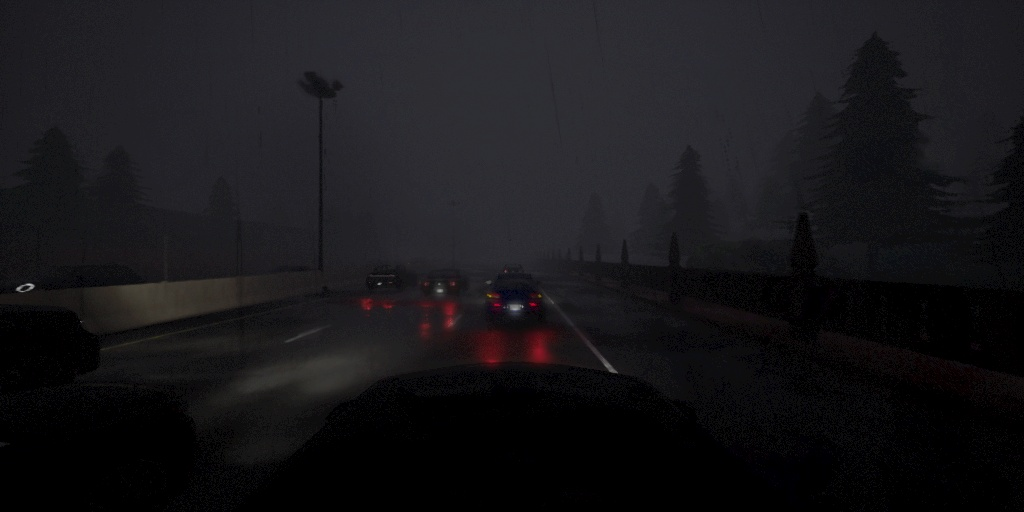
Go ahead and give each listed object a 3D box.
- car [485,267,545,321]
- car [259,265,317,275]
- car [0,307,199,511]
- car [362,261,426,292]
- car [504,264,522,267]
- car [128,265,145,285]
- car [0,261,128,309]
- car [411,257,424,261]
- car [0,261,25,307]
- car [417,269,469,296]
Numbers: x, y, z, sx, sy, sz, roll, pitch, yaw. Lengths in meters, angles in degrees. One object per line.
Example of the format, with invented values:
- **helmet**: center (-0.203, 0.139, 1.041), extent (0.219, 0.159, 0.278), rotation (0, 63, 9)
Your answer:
- **car**: center (0.085, 1.275, 12.343), extent (1.812, 1.442, 4.674), rotation (0, 0, 0)
- **car**: center (-14.099, 1.299, 22.654), extent (2.033, 1.411, 5.357), rotation (0, 0, 0)
- **car**: center (-3.401, 1.242, 0.826), extent (2.128, 1.511, 4.902), rotation (0, 0, 0)
- **car**: center (-6.898, 1.243, 21.097), extent (2.128, 1.511, 4.902), rotation (0, 0, 0)
- **car**: center (0.102, 1.352, 32.835), extent (1.895, 1.301, 4.718), rotation (0, 0, 0)
- **car**: center (-17.598, 1.104, 14.256), extent (2.097, 1.767, 4.553), rotation (0, 0, 0)
- **car**: center (-6.901, 0.971, 2.617), extent (2.150, 2.045, 5.566), rotation (0, 0, 0)
- **car**: center (-14.069, 1.106, 53.089), extent (2.097, 1.767, 4.553), rotation (0, 0, 0)
- **car**: center (-21.100, 1.104, 12.493), extent (2.097, 1.767, 4.553), rotation (0, 0, 0)
- **car**: center (-3.399, 1.352, 19.142), extent (1.895, 1.301, 4.718), rotation (0, 0, 0)
